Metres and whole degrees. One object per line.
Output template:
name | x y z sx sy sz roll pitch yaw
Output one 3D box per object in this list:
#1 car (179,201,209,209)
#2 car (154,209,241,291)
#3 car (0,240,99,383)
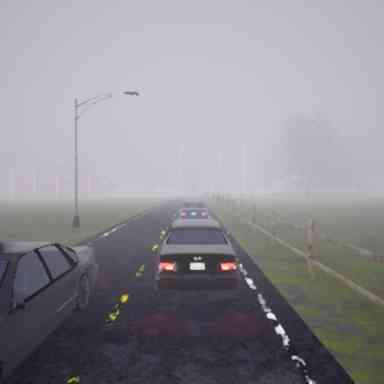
car | 0.101 1.255 21.487 2.033 1.411 5.357 0 1 0
car | 0.100 1.423 8.820 2.033 1.411 5.357 0 1 0
car | -2.849 1.479 4.716 2.033 1.411 5.357 0 1 0
